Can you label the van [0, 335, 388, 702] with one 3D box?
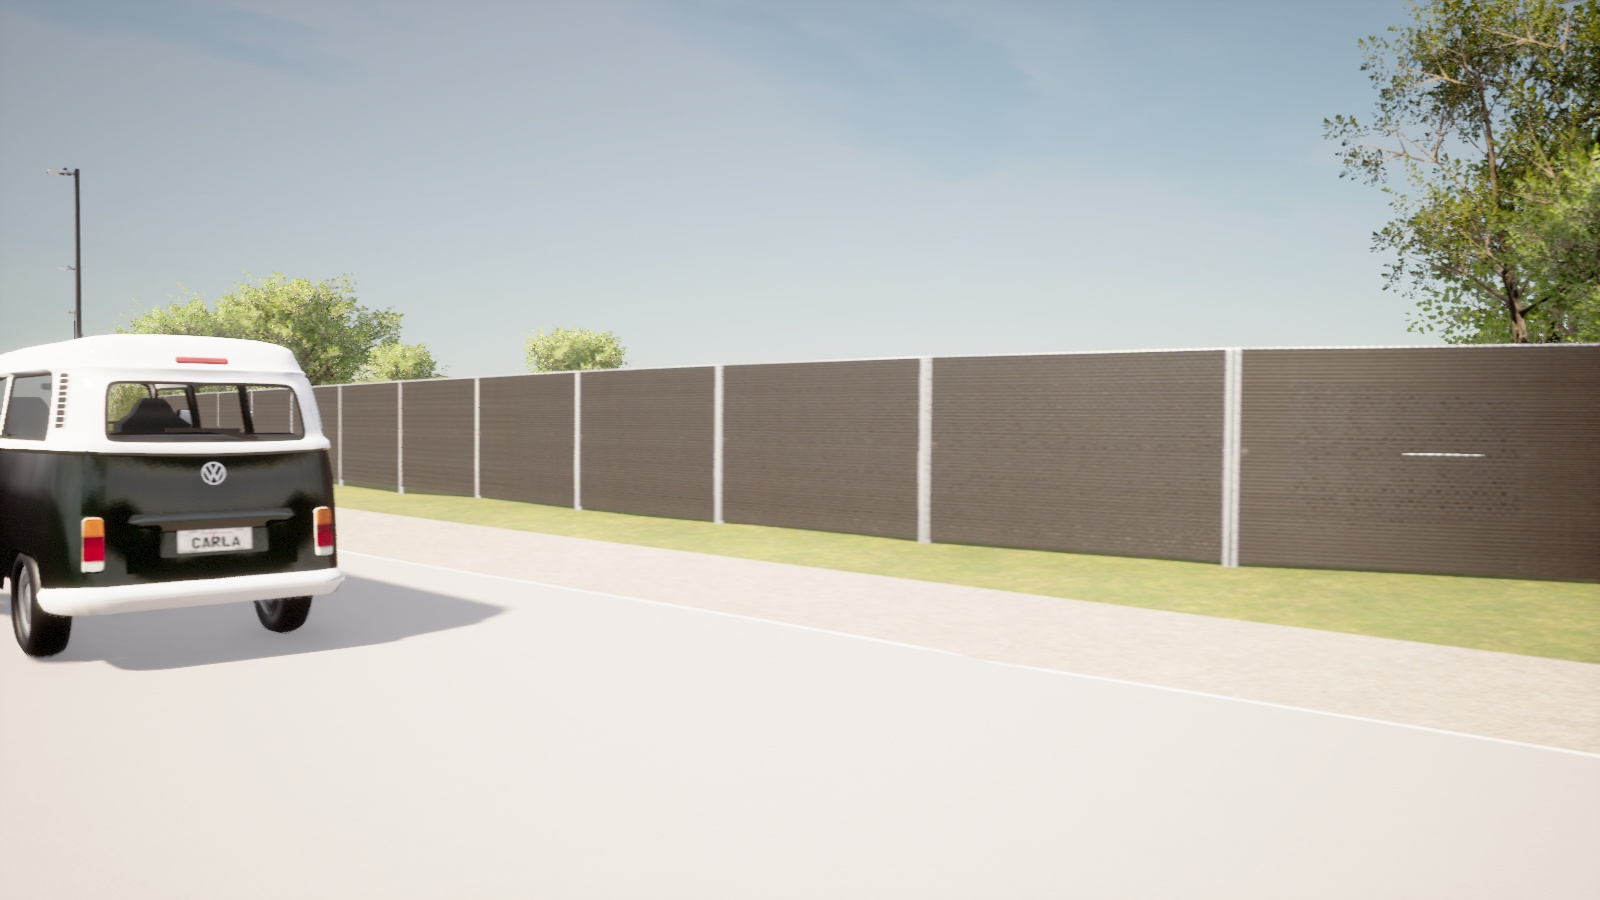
[{"bbox_3d":[-5.054,0.335,9.299,2.069,2.038,4.480,-2,2,-43],"label":"van"}]
